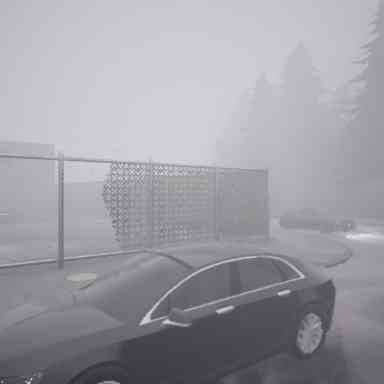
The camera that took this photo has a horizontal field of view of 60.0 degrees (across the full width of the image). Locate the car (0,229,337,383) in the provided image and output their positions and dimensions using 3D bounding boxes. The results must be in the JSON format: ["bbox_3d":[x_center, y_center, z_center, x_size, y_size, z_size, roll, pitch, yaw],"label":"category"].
[{"bbox_3d":[-0.077,1.504,4.414,4.892,1.490,1.837,0,0,-34],"label":"car"}]

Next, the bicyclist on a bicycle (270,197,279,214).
[{"bbox_3d":[7.911,1.349,32.441,1.656,1.620,0.582,0,0,-36],"label":"bicyclist on a bicycle"}]

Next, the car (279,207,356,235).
[{"bbox_3d":[7.104,1.564,19.119,1.994,1.385,4.181,0,0,-36],"label":"car"}]
